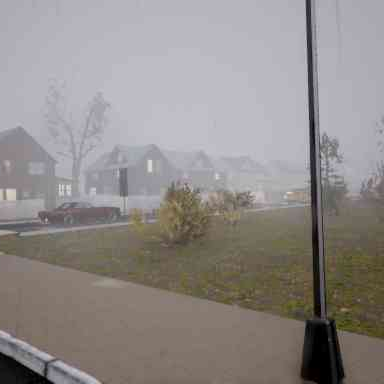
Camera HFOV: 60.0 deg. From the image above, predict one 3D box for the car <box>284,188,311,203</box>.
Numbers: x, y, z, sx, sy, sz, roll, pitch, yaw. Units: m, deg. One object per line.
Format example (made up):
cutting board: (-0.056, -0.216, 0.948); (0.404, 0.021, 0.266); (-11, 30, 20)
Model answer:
car: (13.948, 0.594, 42.264); (1.882, 1.535, 5.008); (-2, -1, 44)

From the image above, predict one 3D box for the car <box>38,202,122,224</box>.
car: (-6.719, 1.253, 20.432); (1.895, 1.301, 4.718); (-2, -1, 43)
